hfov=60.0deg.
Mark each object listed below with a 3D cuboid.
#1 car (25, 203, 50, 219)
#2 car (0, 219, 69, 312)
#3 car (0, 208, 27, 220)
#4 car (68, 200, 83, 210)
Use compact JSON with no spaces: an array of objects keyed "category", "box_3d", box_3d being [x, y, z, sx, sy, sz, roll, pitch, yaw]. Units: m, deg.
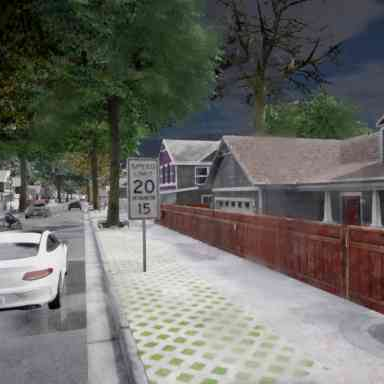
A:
[{"category":"car","box_3d":[-14.824,1.803,32.083,1.837,1.490,4.892,-1,-1,-18]},{"category":"car","box_3d":[-3.841,1.576,7.480,1.812,1.442,4.674,-1,0,-18]},{"category":"car","box_3d":[-9.773,1.736,16.491,1.994,1.385,4.181,-1,0,-18]},{"category":"car","box_3d":[-17.615,1.954,50.075,1.837,1.490,4.892,-1,-1,-18]}]
